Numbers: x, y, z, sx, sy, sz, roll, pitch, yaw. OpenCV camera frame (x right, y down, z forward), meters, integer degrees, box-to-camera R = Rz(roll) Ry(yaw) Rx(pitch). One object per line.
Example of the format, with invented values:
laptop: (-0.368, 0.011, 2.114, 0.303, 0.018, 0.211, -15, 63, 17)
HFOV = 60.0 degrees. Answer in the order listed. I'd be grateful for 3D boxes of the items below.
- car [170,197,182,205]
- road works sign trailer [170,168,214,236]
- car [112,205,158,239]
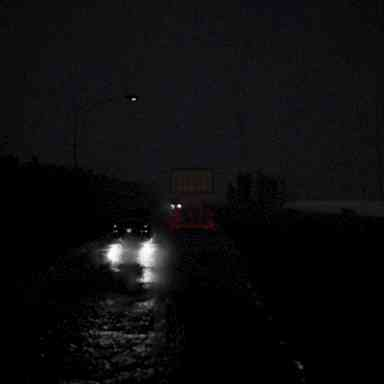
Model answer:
car: (-2.816, 1.625, 60.227, 1.994, 1.385, 4.181, 0, 0, 1)
road works sign trailer: (-0.008, 0.464, 18.268, 2.380, 3.560, 2.880, 0, 0, 0)
car: (-2.857, 1.504, 17.513, 1.837, 1.490, 4.892, 0, 0, 0)
